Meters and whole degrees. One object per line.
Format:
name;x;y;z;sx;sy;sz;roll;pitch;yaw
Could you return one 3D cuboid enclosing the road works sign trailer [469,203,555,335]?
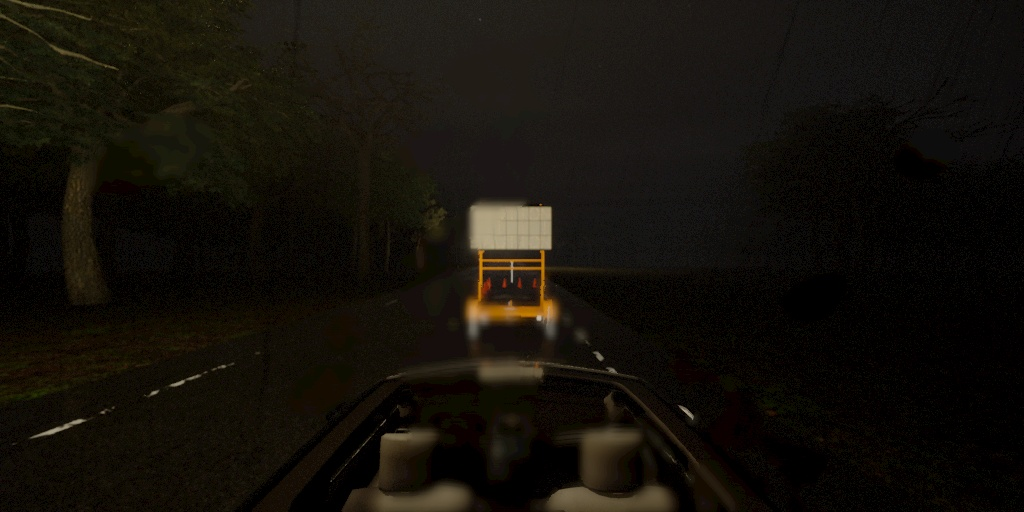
road works sign trailer;0.001;0.245;10.651;2.380;3.560;2.880;0;0;0
